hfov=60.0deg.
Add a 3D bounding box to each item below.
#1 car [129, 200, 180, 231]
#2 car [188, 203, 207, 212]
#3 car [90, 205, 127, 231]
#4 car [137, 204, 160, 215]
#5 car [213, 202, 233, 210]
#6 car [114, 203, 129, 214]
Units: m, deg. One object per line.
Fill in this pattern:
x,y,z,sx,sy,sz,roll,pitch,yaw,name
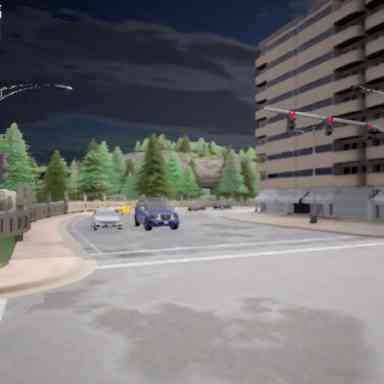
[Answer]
-2.688,1.608,24.101,2.150,2.045,5.566,1,0,-22,car
0.945,2.569,56.160,1.994,1.385,4.181,0,-1,24,car
-6.118,1.890,23.544,1.812,1.442,4.674,1,-1,-21,car
-5.908,2.376,45.807,1.895,1.301,4.718,0,-1,9,car
6.055,2.683,64.721,2.128,1.511,4.902,-1,-1,42,car
-9.542,2.200,44.091,1.882,1.535,5.008,0,-1,6,car
